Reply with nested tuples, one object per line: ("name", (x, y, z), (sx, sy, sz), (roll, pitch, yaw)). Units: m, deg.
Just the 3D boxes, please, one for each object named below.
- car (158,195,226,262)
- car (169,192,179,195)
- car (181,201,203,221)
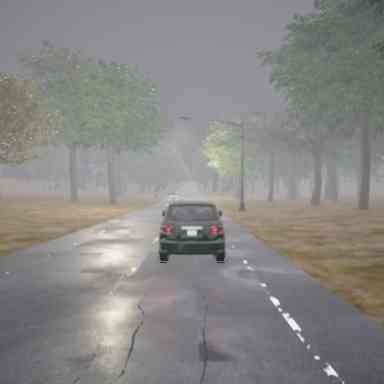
("car", (0.008, 1.298, 12.532), (2.150, 2.045, 5.566), (0, 0, 0))
("car", (-3.522, 1.036, 64.464), (2.150, 2.045, 5.566), (0, 1, 1))
("car", (0.021, 1.603, 28.876), (1.812, 1.442, 4.674), (0, 0, 0))
